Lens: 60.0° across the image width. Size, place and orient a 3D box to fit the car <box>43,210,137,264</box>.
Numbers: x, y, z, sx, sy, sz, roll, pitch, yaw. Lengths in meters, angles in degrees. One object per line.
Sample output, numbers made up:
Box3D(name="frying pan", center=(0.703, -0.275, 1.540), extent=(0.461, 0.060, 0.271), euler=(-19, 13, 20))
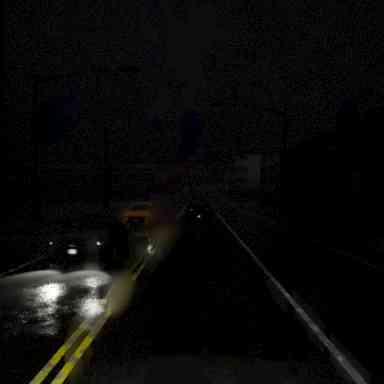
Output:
Box3D(name="car", center=(-3.410, 1.529, 11.559), extent=(1.994, 1.385, 4.181), euler=(0, 0, 1))

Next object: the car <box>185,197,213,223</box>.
Box3D(name="car", center=(0.530, 1.417, 24.788), extent=(2.128, 1.511, 4.902), euler=(0, 0, 1))

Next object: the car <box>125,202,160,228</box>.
Box3D(name="car", center=(-3.212, 1.412, 21.781), extent=(1.882, 1.535, 5.008), euler=(0, 0, 1))
